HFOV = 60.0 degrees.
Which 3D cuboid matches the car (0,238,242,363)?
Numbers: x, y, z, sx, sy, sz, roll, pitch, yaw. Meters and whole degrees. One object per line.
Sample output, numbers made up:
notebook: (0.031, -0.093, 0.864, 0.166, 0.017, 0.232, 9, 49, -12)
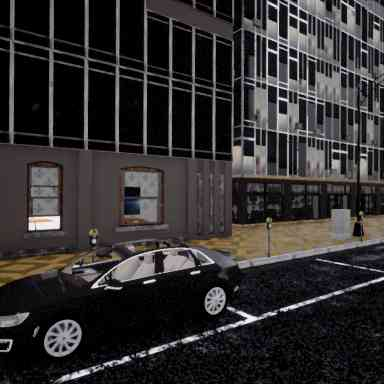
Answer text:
car: (-1.072, 1.551, 5.786, 4.403, 1.369, 2.008, 0, 0, -35)
